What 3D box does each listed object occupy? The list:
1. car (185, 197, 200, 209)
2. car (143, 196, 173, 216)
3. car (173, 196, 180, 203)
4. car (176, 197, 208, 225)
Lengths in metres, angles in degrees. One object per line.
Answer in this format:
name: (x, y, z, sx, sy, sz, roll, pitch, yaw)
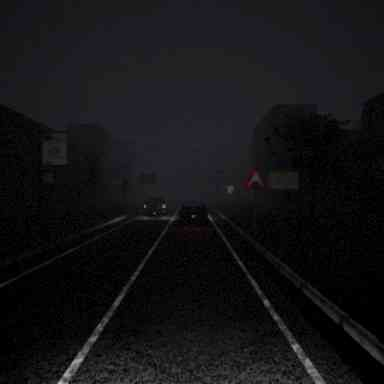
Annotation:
car: (0.065, 1.335, 41.457, 1.812, 1.442, 4.674, 0, 0, 0)
car: (-3.121, 1.189, 29.993, 2.097, 1.767, 4.553, 0, 0, 0)
car: (-3.058, 1.589, 70.631, 1.812, 1.442, 4.674, 0, 0, 0)
car: (0.084, 1.345, 23.032, 1.882, 1.535, 5.008, 1, 0, 0)
